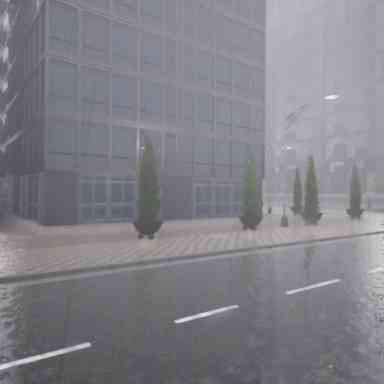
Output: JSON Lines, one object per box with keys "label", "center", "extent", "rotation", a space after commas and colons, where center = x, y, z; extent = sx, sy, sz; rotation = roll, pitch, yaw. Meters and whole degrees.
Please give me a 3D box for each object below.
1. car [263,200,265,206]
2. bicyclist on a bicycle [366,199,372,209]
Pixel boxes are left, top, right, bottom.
{"label": "car", "center": [11.694, 1.839, 63.677], "extent": [2.097, 1.767, 4.553], "rotation": [1, -1, -36]}
{"label": "bicyclist on a bicycle", "center": [27.065, 1.838, 50.851], "extent": [1.656, 1.620, 0.582], "rotation": [0, 0, -36]}
